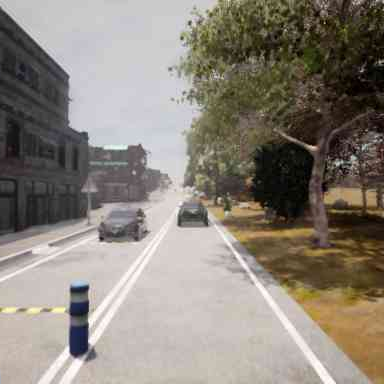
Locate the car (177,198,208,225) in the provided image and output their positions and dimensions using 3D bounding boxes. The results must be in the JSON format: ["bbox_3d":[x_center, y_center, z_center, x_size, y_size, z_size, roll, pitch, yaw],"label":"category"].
[{"bbox_3d":[0.047,1.356,24.178,2.097,1.767,4.553,0,0,0],"label":"car"}]

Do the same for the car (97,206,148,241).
[{"bbox_3d":[-3.377,1.511,16.948,1.837,1.490,4.892,0,0,0],"label":"car"}]

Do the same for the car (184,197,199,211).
[{"bbox_3d":[-0.125,1.484,42.487,1.837,1.490,4.892,0,0,-1],"label":"car"}]
